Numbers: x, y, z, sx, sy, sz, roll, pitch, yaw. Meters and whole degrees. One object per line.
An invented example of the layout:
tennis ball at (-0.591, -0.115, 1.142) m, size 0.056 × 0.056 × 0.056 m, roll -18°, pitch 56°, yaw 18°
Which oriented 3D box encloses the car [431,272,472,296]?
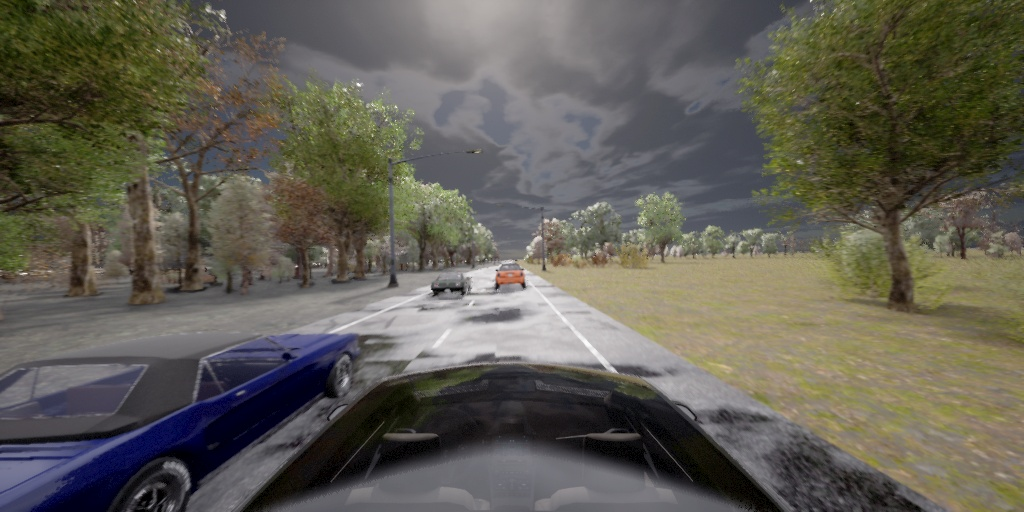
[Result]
car at (-3.588, 1.653, 22.068) m, size 1.895 × 1.301 × 4.718 m, roll -2°, pitch -1°, yaw -1°

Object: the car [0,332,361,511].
car at (-3.411, 1.477, 3.837) m, size 1.895 × 1.301 × 4.718 m, roll -2°, pitch -1°, yaw -1°

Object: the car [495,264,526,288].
car at (-0.140, 1.338, 26.520) m, size 2.097 × 1.767 × 4.553 m, roll -2°, pitch -1°, yaw -1°
